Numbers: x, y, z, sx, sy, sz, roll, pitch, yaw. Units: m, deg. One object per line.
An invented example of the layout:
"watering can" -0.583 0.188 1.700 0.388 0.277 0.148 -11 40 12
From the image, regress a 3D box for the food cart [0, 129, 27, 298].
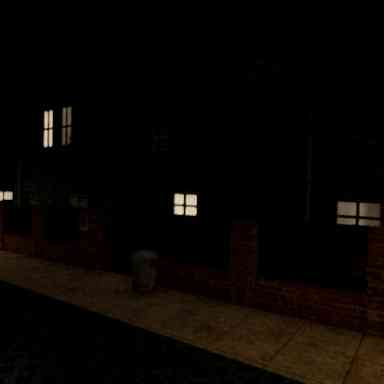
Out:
"food cart" -6.289 0.373 7.800 4.660 3.560 2.280 2 0 35
